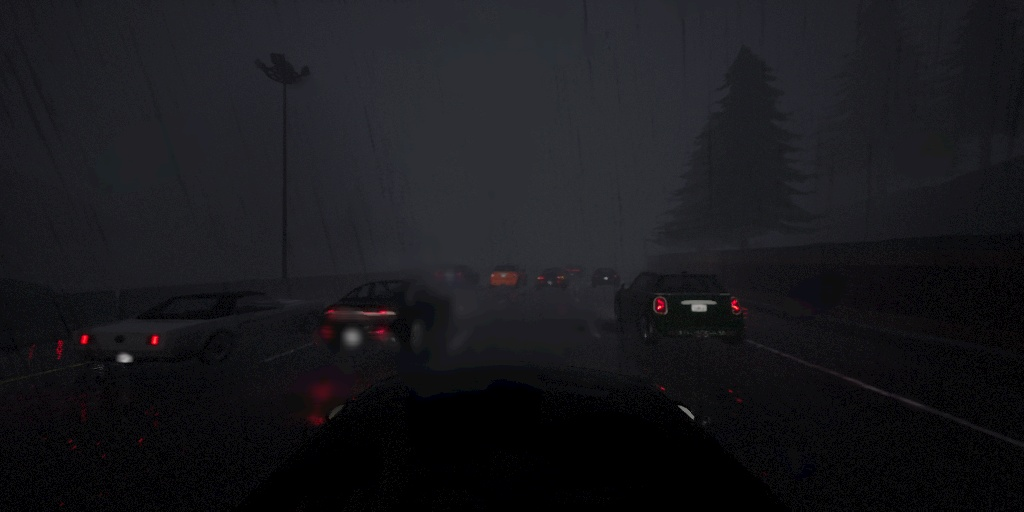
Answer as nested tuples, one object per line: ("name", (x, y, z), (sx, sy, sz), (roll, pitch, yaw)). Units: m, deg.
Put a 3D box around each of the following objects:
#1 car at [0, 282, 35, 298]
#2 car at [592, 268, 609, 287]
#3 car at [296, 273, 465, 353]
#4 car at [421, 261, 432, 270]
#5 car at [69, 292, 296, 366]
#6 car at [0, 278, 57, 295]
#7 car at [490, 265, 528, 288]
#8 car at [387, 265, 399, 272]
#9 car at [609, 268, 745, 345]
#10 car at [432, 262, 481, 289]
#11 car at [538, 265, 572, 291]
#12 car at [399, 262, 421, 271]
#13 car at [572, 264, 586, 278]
("car", (-17.074, 1.584, 9.624), (1.895, 1.301, 4.718), (-1, -1, 5))
("car", (7.110, 1.584, 27.345), (1.994, 1.385, 4.181), (-1, -1, 13))
("car", (-2.851, 1.359, 9.258), (2.128, 1.511, 4.902), (-1, -1, 5))
("car", (-10.777, 1.665, 53.073), (2.128, 1.511, 4.902), (-1, -1, 21))
("car", (-6.458, 1.485, 8.352), (1.895, 1.301, 4.718), (-1, -1, 4))
("car", (-20.251, 1.555, 12.987), (1.837, 1.490, 4.892), (-1, -1, 6))
("car", (-0.153, 1.424, 26.956), (2.097, 1.767, 4.553), (-1, -1, 12))
("car", (-17.312, 2.132, 55.567), (1.837, 1.490, 4.892), (-1, -1, 21))
("car", (4.242, 1.173, 9.878), (2.097, 1.767, 4.553), (0, -1, 5))
("car", (-3.810, 1.446, 26.502), (2.097, 1.767, 4.553), (-1, -1, 11))
("car", (2.864, 1.541, 24.357), (1.812, 1.442, 4.674), (-1, -1, 11))
("car", (-14.056, 1.854, 54.292), (2.150, 2.045, 5.566), (-1, -1, 21))
("car", (7.159, 1.690, 40.275), (1.837, 1.490, 4.892), (-1, -1, 18))
